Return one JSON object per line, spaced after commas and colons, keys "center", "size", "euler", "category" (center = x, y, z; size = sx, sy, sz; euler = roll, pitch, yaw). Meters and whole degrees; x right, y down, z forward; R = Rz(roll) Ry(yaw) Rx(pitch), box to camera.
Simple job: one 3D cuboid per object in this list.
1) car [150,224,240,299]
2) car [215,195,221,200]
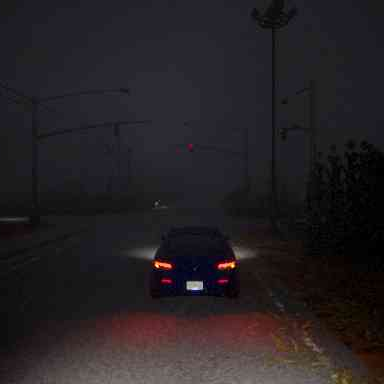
{"center": [0.073, 1.526, 8.313], "size": [1.812, 1.442, 4.674], "euler": [0, 0, 1], "category": "car"}
{"center": [6.602, 1.460, 80.807], "size": [1.895, 1.301, 4.718], "euler": [0, -1, 6], "category": "car"}
